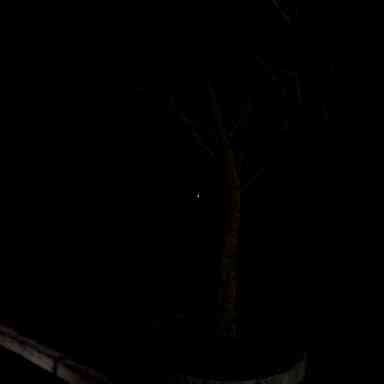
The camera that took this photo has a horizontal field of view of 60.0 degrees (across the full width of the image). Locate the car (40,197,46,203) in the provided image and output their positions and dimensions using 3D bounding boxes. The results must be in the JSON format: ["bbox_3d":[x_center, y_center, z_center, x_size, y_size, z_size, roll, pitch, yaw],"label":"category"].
[{"bbox_3d":[-18.364,1.246,43.345,2.033,1.411,5.357,1,0,32],"label":"car"}]
